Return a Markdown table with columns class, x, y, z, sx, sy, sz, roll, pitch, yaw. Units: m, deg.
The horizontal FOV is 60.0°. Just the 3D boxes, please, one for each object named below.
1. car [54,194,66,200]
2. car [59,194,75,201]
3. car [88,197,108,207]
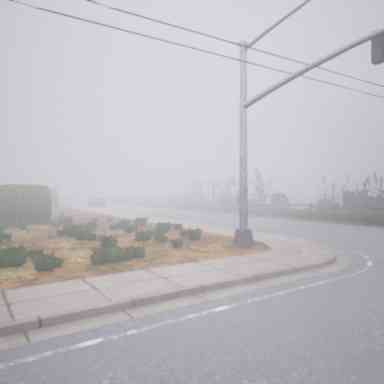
| class | x | y | z | sx | sy | sz | roll | pitch | yaw |
| --- | --- | --- | --- | --- | --- | --- | --- | --- | --- |
| car | -34.928 | 1.311 | 87.741 | 2.033 | 1.411 | 5.357 | 0 | 0 | -33 |
| car | -29.368 | 1.287 | 79.135 | 2.097 | 1.767 | 4.553 | 0 | 0 | -33 |
| car | -13.852 | 1.446 | 48.594 | 1.837 | 1.490 | 4.892 | 0 | 0 | -32 |
